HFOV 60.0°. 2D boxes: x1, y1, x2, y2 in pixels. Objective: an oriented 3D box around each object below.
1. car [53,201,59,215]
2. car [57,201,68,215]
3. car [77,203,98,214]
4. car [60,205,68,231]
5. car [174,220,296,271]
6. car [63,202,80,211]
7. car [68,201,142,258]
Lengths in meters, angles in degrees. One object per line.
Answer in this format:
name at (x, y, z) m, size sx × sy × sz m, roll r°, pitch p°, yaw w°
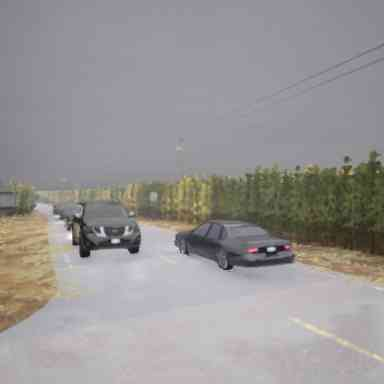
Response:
car at (-16.269, 1.942, 42.012) m, size 2.097 × 1.767 × 4.553 m, roll 0°, pitch -1°, yaw -26°
car at (-12.033, 1.964, 32.869) m, size 1.837 × 1.490 × 4.892 m, roll 0°, pitch -1°, yaw -24°
car at (-14.311, 2.180, 45.457) m, size 1.994 × 1.385 × 4.181 m, roll 0°, pitch -1°, yaw -27°
car at (-7.997, 1.874, 23.622) m, size 2.033 × 1.411 × 5.357 m, roll 0°, pitch -1°, yaw -23°
car at (1.154, 1.675, 11.527) m, size 2.033 × 1.411 × 5.357 m, roll 0°, pitch -1°, yaw -25°
car at (-20.363, 2.378, 56.133) m, size 1.895 × 1.301 × 4.718 m, roll 0°, pitch -1°, yaw -31°
car at (-3.834, 1.414, 14.270) m, size 2.150 × 2.045 × 5.566 m, roll 0°, pitch -1°, yaw -24°
